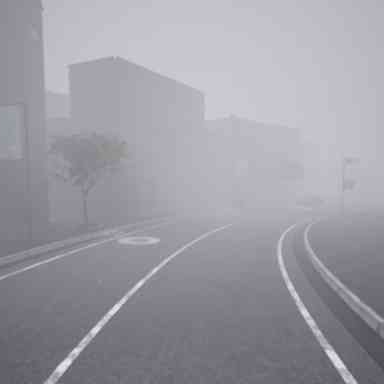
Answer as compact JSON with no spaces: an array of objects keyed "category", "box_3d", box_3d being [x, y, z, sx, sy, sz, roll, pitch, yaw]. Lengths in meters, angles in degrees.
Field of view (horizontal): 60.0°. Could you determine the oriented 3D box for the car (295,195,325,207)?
[{"category":"car","box_3d":[14.841,1.078,41.540,2.033,1.411,5.357,5,3,41]}]
